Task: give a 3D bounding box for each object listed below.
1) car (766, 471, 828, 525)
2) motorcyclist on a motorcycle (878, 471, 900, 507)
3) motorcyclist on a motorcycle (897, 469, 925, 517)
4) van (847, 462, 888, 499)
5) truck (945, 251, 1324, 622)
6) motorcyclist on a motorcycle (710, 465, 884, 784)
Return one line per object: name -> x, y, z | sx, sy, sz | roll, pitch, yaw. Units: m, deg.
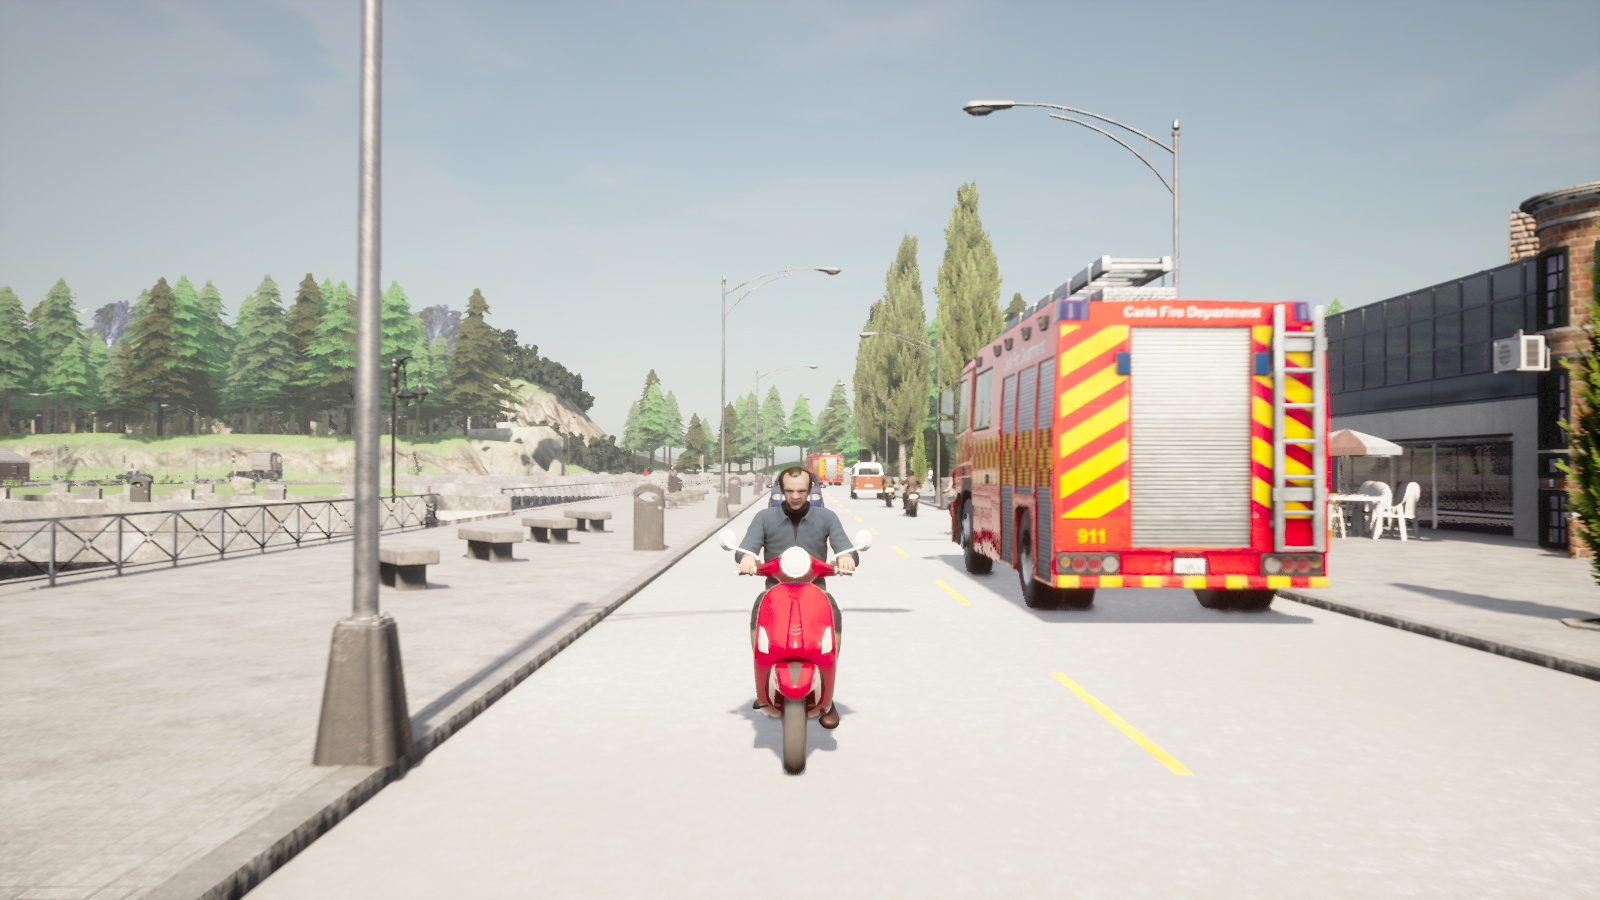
car -> -0.099, 1.431, 38.063 | 1.789, 1.549, 3.705 | 0, -1, 0
motorcyclist on a motorcycle -> 3.857, 1.697, 54.718 | 0.797, 1.523, 2.044 | 0, -1, 0
motorcyclist on a motorcycle -> 3.885, 1.486, 43.994 | 0.766, 1.649, 2.350 | 0, -1, 0
van -> 3.813, 1.719, 71.450 | 2.069, 2.038, 4.480 | 0, -1, 0
truck -> 3.949, -0.077, 17.234 | 2.891, 3.827, 8.468 | 0, -1, 0
motorcyclist on a motorcycle -> -0.019, 0.889, 7.196 | 0.866, 1.590, 1.817 | 0, -1, 0
